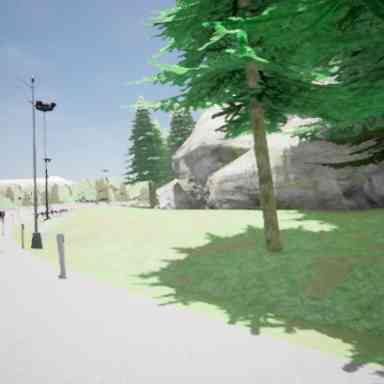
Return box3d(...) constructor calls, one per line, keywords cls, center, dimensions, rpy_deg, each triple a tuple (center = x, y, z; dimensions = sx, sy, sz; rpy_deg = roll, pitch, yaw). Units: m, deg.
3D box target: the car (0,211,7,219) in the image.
box3d(cls="car", center=(-20.809, 2.293, 34.209), dimensions=(1.895, 1.301, 4.718), rpy_deg=(-2, -1, -9))
